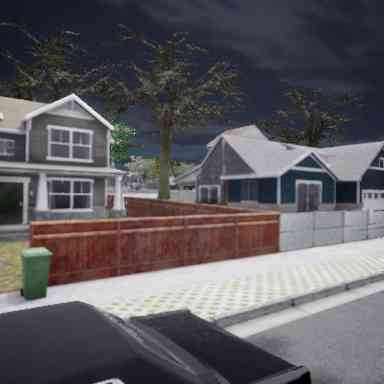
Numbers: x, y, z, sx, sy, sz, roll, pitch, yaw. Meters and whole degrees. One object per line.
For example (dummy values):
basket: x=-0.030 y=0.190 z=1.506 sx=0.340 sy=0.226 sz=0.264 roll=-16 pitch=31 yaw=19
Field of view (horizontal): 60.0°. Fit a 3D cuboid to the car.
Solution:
car: x=-1.425 y=1.601 z=2.053 sx=4.718 sy=1.301 sz=1.895 roll=1 pitch=0 yaw=-36
